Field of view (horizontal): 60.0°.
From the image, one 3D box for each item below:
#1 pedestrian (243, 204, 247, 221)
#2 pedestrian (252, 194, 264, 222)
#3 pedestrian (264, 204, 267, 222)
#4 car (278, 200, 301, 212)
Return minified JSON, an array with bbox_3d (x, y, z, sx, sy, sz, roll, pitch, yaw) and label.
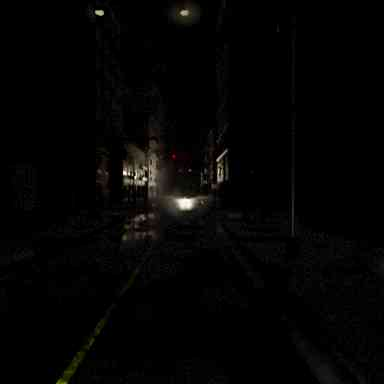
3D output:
[{"bbox_3d":[3.540,1.398,22.411,0.500,1.100,0.500,0,1,0],"label":"pedestrian"},{"bbox_3d":[4.224,1.027,21.198,0.375,1.860,0.375,0,1,0],"label":"pedestrian"},{"bbox_3d":[4.500,1.042,21.811,0.375,1.860,0.375,0,1,0],"label":"pedestrian"},{"bbox_3d":[11.506,1.485,36.040,4.206,1.307,1.802,1,0,0],"label":"car"}]
